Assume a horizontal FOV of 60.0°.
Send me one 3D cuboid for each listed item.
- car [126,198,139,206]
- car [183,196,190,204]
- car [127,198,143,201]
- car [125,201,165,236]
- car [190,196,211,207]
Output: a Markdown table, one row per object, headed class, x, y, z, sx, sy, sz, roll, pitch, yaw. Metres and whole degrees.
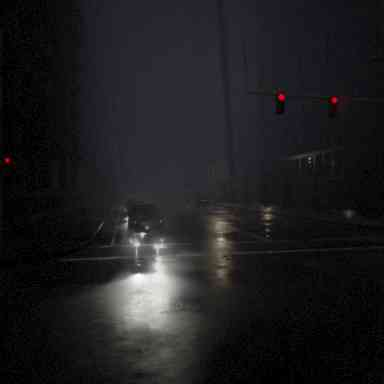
| class | x | y | z | sx | sy | sz | roll | pitch | yaw |
| --- | --- | --- | --- | --- | --- | --- | --- | --- | --- |
| car | -9.749 | 1.590 | 54.282 | 1.895 | 1.301 | 4.718 | 0 | 0 | -11 |
| car | -0.470 | 1.508 | 61.359 | 1.812 | 1.442 | 4.674 | 0 | 0 | -11 |
| car | -5.574 | 1.484 | 33.210 | 2.128 | 1.511 | 4.902 | 0 | 0 | -11 |
| car | -2.659 | 1.487 | 18.745 | 2.128 | 1.511 | 4.902 | 0 | 0 | -11 |
| car | 1.591 | 1.475 | 51.423 | 2.128 | 1.511 | 4.902 | 0 | 0 | -11 |
